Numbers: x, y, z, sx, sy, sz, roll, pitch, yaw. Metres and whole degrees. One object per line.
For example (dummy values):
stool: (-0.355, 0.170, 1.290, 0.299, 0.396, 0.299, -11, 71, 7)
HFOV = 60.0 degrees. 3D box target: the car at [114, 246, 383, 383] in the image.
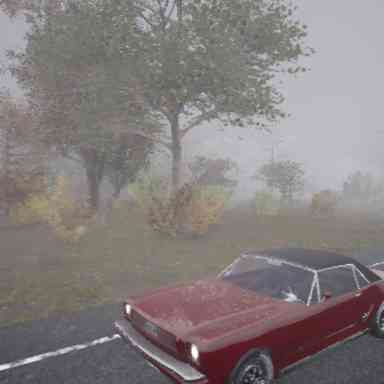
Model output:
car: (1.331, 1.598, 4.990, 4.718, 1.301, 1.895, 0, 0, -36)
